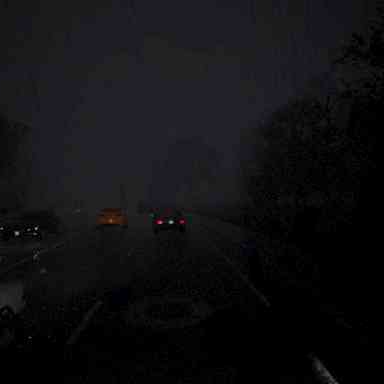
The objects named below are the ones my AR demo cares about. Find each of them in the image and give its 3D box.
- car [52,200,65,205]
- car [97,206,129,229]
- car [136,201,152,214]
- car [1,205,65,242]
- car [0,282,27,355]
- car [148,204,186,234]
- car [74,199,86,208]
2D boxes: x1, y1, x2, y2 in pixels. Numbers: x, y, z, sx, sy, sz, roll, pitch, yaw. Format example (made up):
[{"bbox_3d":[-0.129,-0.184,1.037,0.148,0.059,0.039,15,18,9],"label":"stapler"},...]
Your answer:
[{"bbox_3d":[-22.369,2.039,55.628,1.812,1.442,4.674,0,-1,-23],"label":"car"},{"bbox_3d":[-5.525,1.699,23.530,1.882,1.535,5.008,0,-1,-9],"label":"car"},{"bbox_3d":[-5.693,1.865,40.260,2.128,1.511,4.902,0,-1,-16],"label":"car"},{"bbox_3d":[-8.411,1.679,17.767,1.837,1.490,4.892,0,-1,-8],"label":"car"},{"bbox_3d":[-3.528,1.638,3.198,1.895,1.301,4.718,0,-1,-1],"label":"car"},{"bbox_3d":[-1.520,1.740,20.784,2.033,1.411,5.357,0,-1,-8],"label":"car"},{"bbox_3d":[-19.480,2.027,57.798,2.128,1.511,4.902,0,-1,-23],"label":"car"}]
